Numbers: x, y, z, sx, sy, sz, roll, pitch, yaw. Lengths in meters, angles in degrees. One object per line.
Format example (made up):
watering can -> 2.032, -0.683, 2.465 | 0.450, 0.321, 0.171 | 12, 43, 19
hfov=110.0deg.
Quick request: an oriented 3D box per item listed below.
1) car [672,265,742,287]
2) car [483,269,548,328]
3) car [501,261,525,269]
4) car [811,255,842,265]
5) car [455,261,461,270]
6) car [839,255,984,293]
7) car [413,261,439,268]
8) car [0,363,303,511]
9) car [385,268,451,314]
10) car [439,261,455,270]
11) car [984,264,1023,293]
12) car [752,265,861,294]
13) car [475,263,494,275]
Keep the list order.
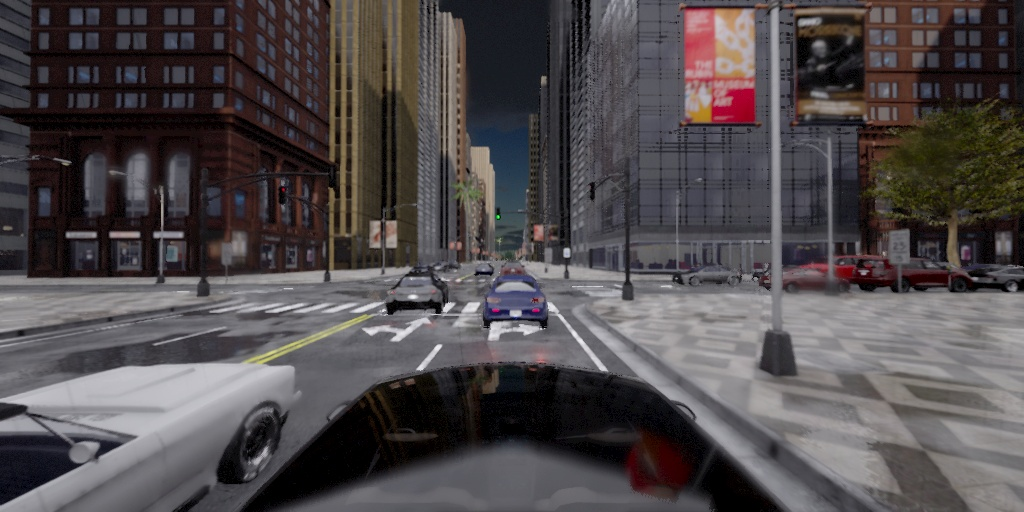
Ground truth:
car -> 13.282, 1.348, 24.627 | 4.181, 1.385, 1.994 | 0, -1, -1
car -> 0.099, 1.306, 11.450 | 1.812, 1.442, 4.674 | 0, 0, 0
car -> 0.094, 1.246, 32.789 | 2.097, 1.767, 4.553 | 0, 0, 0
car -> 22.584, 0.974, 24.774 | 5.566, 2.045, 2.150 | 0, -1, -1
car -> -9.760, 1.625, 60.543 | 2.033, 1.411, 5.357 | 0, 0, 0
car -> 20.953, 1.007, 18.971 | 5.009, 1.841, 2.192 | 0, 0, -1
car -> -9.845, 1.499, 39.600 | 1.994, 1.385, 4.181 | 0, 0, 0
car -> -3.148, 1.351, 1.683 | 1.895, 1.301, 4.718 | 0, 0, -1
car -> -3.597, 1.351, 14.107 | 1.994, 1.385, 4.181 | 0, 0, -7
car -> -9.823, 1.493, 49.885 | 2.128, 1.511, 4.902 | 0, 0, 0
car -> 26.590, 1.242, 19.059 | 4.313, 1.339, 1.948 | 0, 0, -1
car -> 15.315, 1.294, 18.883 | 4.207, 1.307, 1.802 | 0, 0, -1
car -> -3.157, 1.512, 41.877 | 1.994, 1.385, 4.181 | 0, 0, 0
